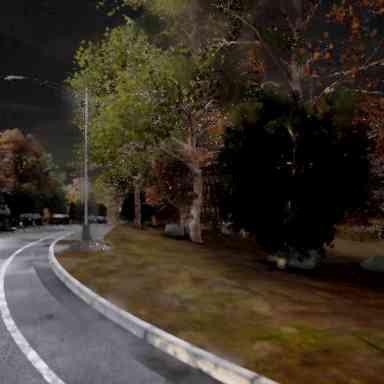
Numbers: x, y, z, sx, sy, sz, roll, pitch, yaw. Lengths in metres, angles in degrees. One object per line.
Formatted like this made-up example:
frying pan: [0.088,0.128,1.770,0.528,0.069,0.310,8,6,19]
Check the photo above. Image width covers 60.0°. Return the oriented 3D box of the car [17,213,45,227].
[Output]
car: [-15.755,2.710,32.159,1.895,1.301,4.718,0,-5,-9]

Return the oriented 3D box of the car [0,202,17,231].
car: [-14.089,1.681,22.280,2.150,2.045,5.566,0,-3,-8]

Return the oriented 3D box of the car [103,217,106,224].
car: [-17.114,5.234,61.828,1.812,1.442,4.674,0,-5,-8]

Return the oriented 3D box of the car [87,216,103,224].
car: [-15.467,4.426,51.951,1.895,1.301,4.718,0,-5,-10]

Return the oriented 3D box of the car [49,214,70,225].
car: [-17.879,3.710,44.966,1.882,1.535,5.008,0,-5,-9]
